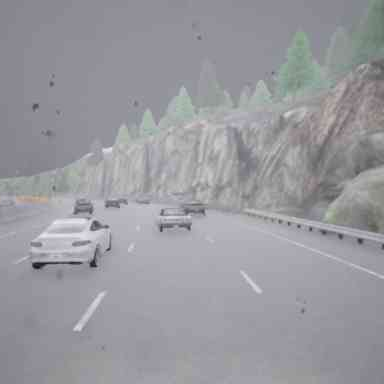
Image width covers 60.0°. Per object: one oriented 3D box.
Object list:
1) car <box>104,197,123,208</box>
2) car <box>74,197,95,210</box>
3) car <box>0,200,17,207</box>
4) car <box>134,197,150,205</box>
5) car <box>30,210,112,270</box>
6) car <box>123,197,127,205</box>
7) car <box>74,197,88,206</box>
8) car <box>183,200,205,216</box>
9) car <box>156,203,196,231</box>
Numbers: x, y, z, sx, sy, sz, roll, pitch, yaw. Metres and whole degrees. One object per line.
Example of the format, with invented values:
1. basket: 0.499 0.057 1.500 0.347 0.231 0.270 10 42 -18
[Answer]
1. car: -12.126 1.597 50.065 1.882 1.535 5.008 0 0 -20
2. car: -11.728 1.605 36.222 2.128 1.511 4.902 0 0 -15
3. car: -26.432 1.795 47.574 2.033 1.411 5.357 0 0 -19
4. car: -9.383 1.645 62.377 2.033 1.411 5.357 0 0 -24
5. car: -3.855 1.562 11.156 1.812 1.442 4.674 0 0 -6
6. car: -13.472 1.638 62.520 1.837 1.490 4.892 0 -1 -24
7. car: -20.485 1.701 61.072 1.837 1.490 4.892 1 -1 -25
8. car: -0.033 1.499 32.708 2.128 1.511 4.902 0 0 -12
9. car: -1.225 1.616 20.592 1.895 1.301 4.718 0 0 -9
